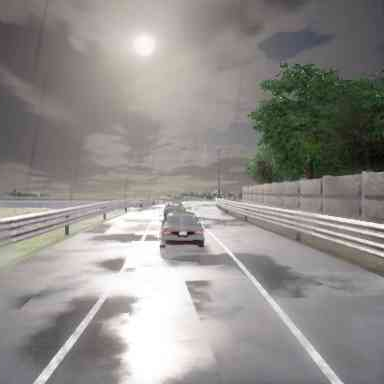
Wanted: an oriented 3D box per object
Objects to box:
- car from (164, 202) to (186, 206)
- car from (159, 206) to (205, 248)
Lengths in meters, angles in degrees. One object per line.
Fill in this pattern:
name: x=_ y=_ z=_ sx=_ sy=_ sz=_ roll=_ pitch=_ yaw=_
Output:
car: x=-1.513 y=1.581 z=29.706 sx=1.994 sy=1.385 sz=4.181 roll=0 pitch=0 yaw=-2
car: x=-0.498 y=1.570 z=14.772 sx=2.033 sy=1.411 sz=5.357 roll=0 pitch=0 yaw=-4
